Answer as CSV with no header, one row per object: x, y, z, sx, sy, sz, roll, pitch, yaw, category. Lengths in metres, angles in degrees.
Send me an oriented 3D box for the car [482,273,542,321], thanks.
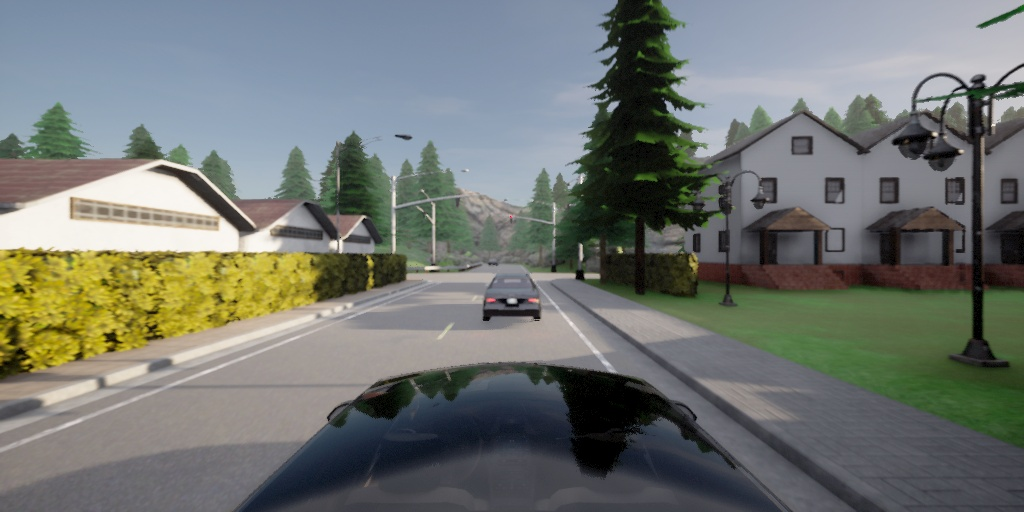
0.014,1.289,12.429,2.033,1.411,5.357,0,0,0,car
